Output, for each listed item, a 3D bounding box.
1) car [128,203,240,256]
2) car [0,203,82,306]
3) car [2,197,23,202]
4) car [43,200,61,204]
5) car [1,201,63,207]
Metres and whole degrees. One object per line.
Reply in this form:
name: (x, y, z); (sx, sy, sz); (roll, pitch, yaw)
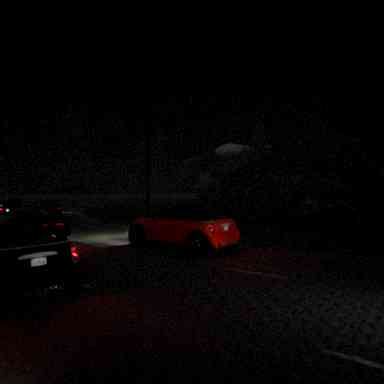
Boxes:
car: (-0.443, 1.291, 13.169); (4.553, 1.767, 2.097); (1, 0, 39)
car: (-4.490, 1.291, 7.472); (4.553, 1.767, 2.097); (1, 0, 39)
car: (-16.333, 1.266, 30.471); (1.837, 1.490, 4.892); (0, 0, -18)
car: (-12.031, 1.345, 28.354); (2.033, 1.411, 5.357); (0, 0, -23)
car: (-6.968, 1.399, 14.554); (1.837, 1.490, 4.892); (-1, 1, -44)
